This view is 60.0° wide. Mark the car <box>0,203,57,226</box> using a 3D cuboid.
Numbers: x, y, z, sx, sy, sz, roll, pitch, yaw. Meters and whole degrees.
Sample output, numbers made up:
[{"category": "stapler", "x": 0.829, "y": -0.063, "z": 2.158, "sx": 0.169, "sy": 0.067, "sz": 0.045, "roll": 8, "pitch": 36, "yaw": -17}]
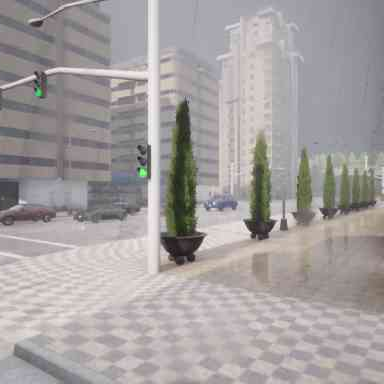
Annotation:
[{"category": "car", "x": -12.370, "y": 1.581, "z": 24.573, "sx": 1.812, "sy": 1.442, "sz": 4.674, "roll": 0, "pitch": 0, "yaw": 34}]

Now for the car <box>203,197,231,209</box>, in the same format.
[{"category": "car", "x": 3.649, "y": 1.560, "z": 47.808, "sx": 1.837, "sy": 1.490, "sz": 4.892, "roll": 0, "pitch": 0, "yaw": 35}]

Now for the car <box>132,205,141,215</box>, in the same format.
[{"category": "car", "x": -7.226, "y": 1.656, "z": 32.078, "sx": 1.895, "sy": 1.301, "sz": 4.718, "roll": 0, "pitch": 0, "yaw": 35}]

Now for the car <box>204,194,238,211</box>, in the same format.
[{"category": "car", "x": 3.740, "y": 1.277, "z": 41.800, "sx": 2.150, "sy": 2.045, "sz": 5.566, "roll": 0, "pitch": 0, "yaw": 35}]

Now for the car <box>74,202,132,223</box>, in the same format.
[{"category": "car", "x": -7.101, "y": 1.619, "z": 26.090, "sx": 1.994, "sy": 1.385, "sz": 4.181, "roll": 0, "pitch": 0, "yaw": 35}]
